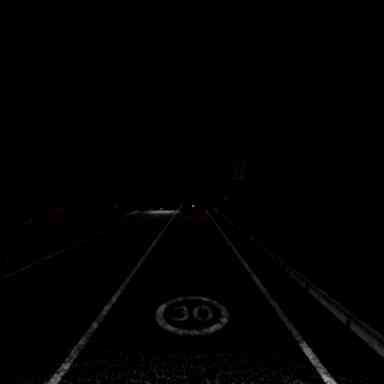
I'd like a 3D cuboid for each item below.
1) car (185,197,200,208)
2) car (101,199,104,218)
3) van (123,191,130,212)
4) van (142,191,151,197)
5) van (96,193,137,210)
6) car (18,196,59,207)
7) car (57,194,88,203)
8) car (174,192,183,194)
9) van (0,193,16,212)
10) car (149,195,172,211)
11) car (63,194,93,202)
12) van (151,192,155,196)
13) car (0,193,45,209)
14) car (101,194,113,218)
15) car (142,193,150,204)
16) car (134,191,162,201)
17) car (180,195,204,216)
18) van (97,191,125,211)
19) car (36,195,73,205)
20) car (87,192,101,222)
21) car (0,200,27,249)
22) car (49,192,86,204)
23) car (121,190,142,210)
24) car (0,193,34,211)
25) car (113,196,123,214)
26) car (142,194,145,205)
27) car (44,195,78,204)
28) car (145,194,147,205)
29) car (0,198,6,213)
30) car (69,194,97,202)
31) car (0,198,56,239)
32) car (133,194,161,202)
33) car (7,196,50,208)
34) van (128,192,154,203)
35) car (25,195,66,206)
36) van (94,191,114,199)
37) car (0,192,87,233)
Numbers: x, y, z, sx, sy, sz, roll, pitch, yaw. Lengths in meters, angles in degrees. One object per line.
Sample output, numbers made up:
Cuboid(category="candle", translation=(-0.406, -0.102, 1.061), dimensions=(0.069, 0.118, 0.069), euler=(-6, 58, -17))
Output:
Cuboid(category="car", translation=(0.047, 1.368, 46.519), dimensions=(1.994, 1.385, 4.181), euler=(0, 0, 1))
Cuboid(category="car", translation=(-8.913, 1.446, 23.186), dimensions=(4.674, 1.452, 2.002), euler=(0, 0, 0))
Cuboid(category="van", translation=(-9.044, 1.147, 34.398), dimensions=(4.442, 1.987, 1.878), euler=(0, 0, 0))
Cuboid(category="van", translation=(-9.061, 1.057, 51.224), dimensions=(4.442, 1.987, 1.878), euler=(0, 1, 0))
Cuboid(category="van", translation=(-9.049, 1.130, 40.003), dimensions=(4.442, 1.987, 1.878), euler=(0, 0, 0))
Cuboid(category="car", translation=(-21.991, 1.345, 47.737), dimensions=(4.792, 1.488, 2.163), euler=(0, 0, 0))
Cuboid(category="car", translation=(-22.039, 1.178, 61.613), dimensions=(5.008, 1.535, 2.097), euler=(0, 1, 0))
Cuboid(category="car", translation=(-3.221, 0.637, 79.671), dimensions=(1.812, 1.442, 4.674), euler=(0, 1, 0))
Cuboid(category="van", translation=(-22.126, 1.142, 36.624), dimensions=(4.442, 1.987, 1.878), euler=(0, 0, 0))
Cuboid(category="car", translation=(-3.332, 1.401, 38.841), dimensions=(2.033, 1.411, 5.357), euler=(0, 0, 0))
Cuboid(category="car", translation=(-22.042, 1.149, 64.389), dimensions=(5.008, 1.535, 2.097), euler=(0, 1, 0))
Cuboid(category="van", translation=(-8.830, 1.032, 54.025), dimensions=(4.442, 1.987, 1.878), euler=(0, 1, 0))
Cuboid(category="car", translation=(-21.986, 1.095, 42.177), dimensions=(5.566, 2.045, 2.435), euler=(0, 0, 0))
Cuboid(category="car", translation=(-8.950, 1.272, 25.989), dimensions=(4.553, 1.767, 2.185), euler=(0, 0, 0))
Cuboid(category="car", translation=(-8.970, 1.338, 48.423), dimensions=(4.792, 1.488, 2.163), euler=(0, 1, 0))
Cuboid(category="car", translation=(-8.933, 0.857, 68.044), dimensions=(5.566, 2.045, 2.435), euler=(0, 1, 0))
Cuboid(category="car", translation=(0.107, 1.318, 31.614), dimensions=(2.033, 1.649, 4.856), euler=(0, -1, 0))
Cuboid(category="van", translation=(-9.041, 1.155, 31.595), dimensions=(4.442, 1.987, 1.878), euler=(0, 0, 0))
Cuboid(category="car", translation=(-22.020, 1.266, 53.285), dimensions=(5.008, 1.535, 2.097), euler=(0, 1, 0))
Cuboid(category="car", translation=(-8.884, 1.162, 20.382), dimensions=(5.566, 2.045, 2.435), euler=(0, 0, 0))
Cuboid(category="car", translation=(-8.873, 1.312, 11.972), dimensions=(4.553, 1.767, 2.185), euler=(0, 0, 0))
Cuboid(category="car", translation=(-22.003, 0.957, 58.835), dimensions=(5.566, 2.045, 2.435), euler=(0, 1, 0))
Cuboid(category="car", translation=(-8.902, 1.113, 37.203), dimensions=(5.566, 2.045, 2.435), euler=(0, 0, 0))
Cuboid(category="car", translation=(-22.040, 1.108, 39.400), dimensions=(5.566, 2.045, 2.435), euler=(0, 0, 0))
Cuboid(category="car", translation=(-8.915, 1.390, 28.792), dimensions=(4.892, 1.521, 2.231), euler=(0, 0, 0))
Cuboid(category="car", translation=(-8.942, 1.343, 42.812), dimensions=(4.892, 1.521, 2.231), euler=(0, 0, 0))
Cuboid(category="car", translation=(-22.022, 1.239, 56.063), dimensions=(4.892, 1.521, 2.231), euler=(0, 1, 0))
Cuboid(category="car", translation=(-8.936, 1.367, 45.615), dimensions=(4.674, 1.452, 2.002), euler=(0, 0, 0))
Cuboid(category="car", translation=(-22.192, 1.373, 33.850), dimensions=(5.366, 1.575, 1.946), euler=(0, 0, 0))
Cuboid(category="car", translation=(-22.046, 1.120, 67.164), dimensions=(4.892, 1.521, 2.231), euler=(0, 1, 0))
Cuboid(category="car", translation=(-8.876, 1.304, 14.776), dimensions=(4.553, 1.767, 2.185), euler=(0, 0, 0))
Cuboid(category="car", translation=(-8.773, 1.135, 65.244), dimensions=(5.366, 1.575, 1.946), euler=(0, 1, 0))
Cuboid(category="car", translation=(-22.046, 1.361, 44.953), dimensions=(4.792, 1.488, 2.163), euler=(0, 0, 0))
Cuboid(category="van", translation=(-9.069, 0.973, 59.635), dimensions=(4.442, 1.987, 1.878), euler=(0, 1, 0))
Cuboid(category="car", translation=(-22.208, 1.288, 50.508), dimensions=(5.366, 1.575, 1.946), euler=(0, 1, 0))
Cuboid(category="van", translation=(-22.173, 0.714, 83.813), dimensions=(4.442, 1.987, 1.878), euler=(0, 1, 0))
Cuboid(category="car", translation=(-8.882, 1.170, 17.579), dimensions=(5.566, 2.045, 2.435), euler=(0, 0, 0))
